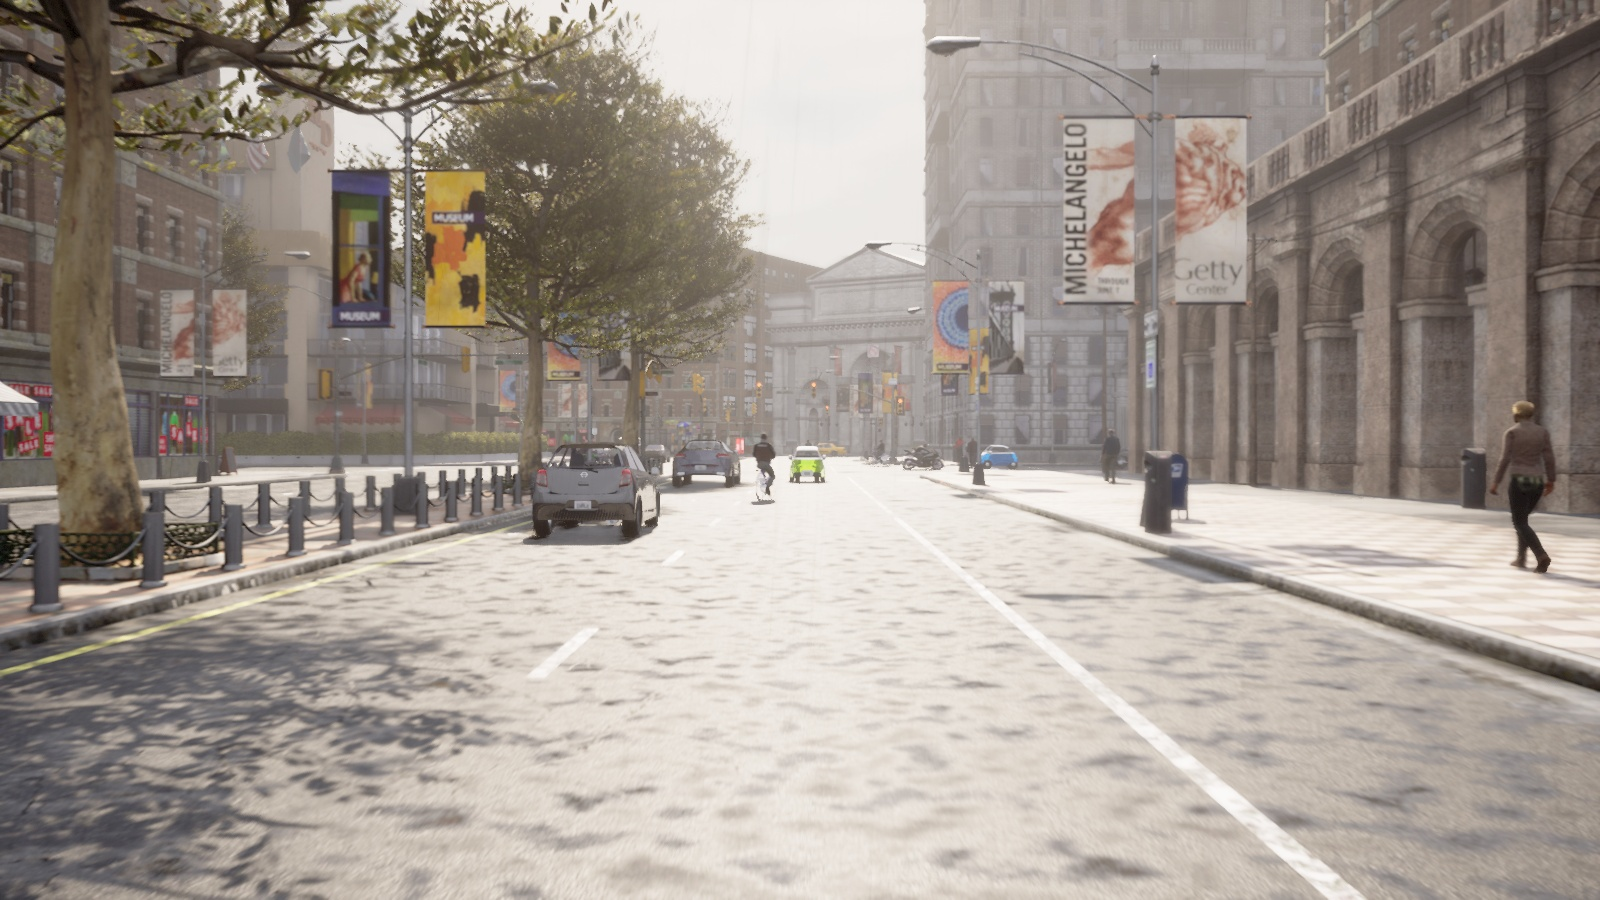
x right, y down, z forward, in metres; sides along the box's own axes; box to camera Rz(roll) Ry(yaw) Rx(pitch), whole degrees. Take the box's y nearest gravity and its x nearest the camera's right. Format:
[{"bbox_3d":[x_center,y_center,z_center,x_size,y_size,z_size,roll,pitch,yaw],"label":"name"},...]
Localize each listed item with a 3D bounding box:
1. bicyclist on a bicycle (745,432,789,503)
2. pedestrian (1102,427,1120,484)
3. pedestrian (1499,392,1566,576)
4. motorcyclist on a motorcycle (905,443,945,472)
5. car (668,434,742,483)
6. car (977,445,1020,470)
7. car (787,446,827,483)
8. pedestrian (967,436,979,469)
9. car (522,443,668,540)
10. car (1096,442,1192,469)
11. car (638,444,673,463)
[{"bbox_3d":[-0.842,0.434,32.329,0.659,1.776,1.843,0,1,14],"label":"bicyclist on a bicycle"},{"bbox_3d":[10.268,0.178,41.504,0.402,1.842,0.726,0,0,0],"label":"pedestrian"},{"bbox_3d":[7.508,0.337,12.889,0.331,1.846,0.634,0,0,3],"label":"pedestrian"},{"bbox_3d":[6.781,0.402,68.230,2.191,1.530,0.866,0,0,4],"label":"motorcyclist on a motorcycle"},{"bbox_3d":[-3.309,0.270,44.752,2.152,1.651,5.027,0,0,1],"label":"car"},{"bbox_3d":[11.301,0.406,71.704,2.207,1.376,1.481,0,0,0],"label":"car"},{"bbox_3d":[0.274,0.533,47.664,1.481,1.376,2.207,0,1,1],"label":"car"},{"bbox_3d":[9.978,0.137,72.363,0.634,1.844,0.899,0,0,14],"label":"pedestrian"},{"bbox_3d":[-3.364,0.638,21.250,1.845,1.501,3.633,0,0,0],"label":"car"},{"bbox_3d":[19.613,0.314,71.704,4.902,1.511,2.128,0,0,0],"label":"car"},{"bbox_3d":[-10.942,0.246,95.615,2.033,1.411,5.357,0,0,0],"label":"car"}]
